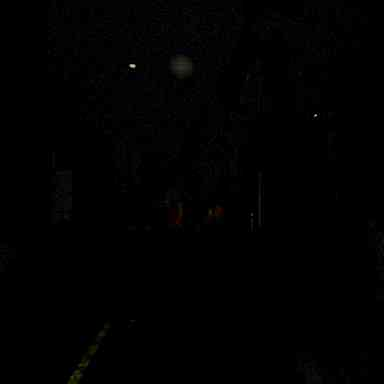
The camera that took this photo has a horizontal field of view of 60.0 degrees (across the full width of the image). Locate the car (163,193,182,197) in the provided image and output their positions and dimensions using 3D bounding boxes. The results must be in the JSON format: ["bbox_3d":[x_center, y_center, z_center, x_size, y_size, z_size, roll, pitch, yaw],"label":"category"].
[{"bbox_3d":[-0.718,1.333,36.506,4.553,1.767,2.097,0,0,-1],"label":"car"}]

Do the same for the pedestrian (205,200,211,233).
[{"bbox_3d":[1.048,1.290,18.390,0.375,1.860,0.375,1,-1,0],"label":"pedestrian"}]

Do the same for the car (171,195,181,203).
[{"bbox_3d":[-3.101,1.408,65.668,1.882,1.535,5.008,0,0,0],"label":"car"}]

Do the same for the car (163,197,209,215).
[{"bbox_3d":[-0.405,1.495,33.274,4.892,1.490,1.837,0,0,-1],"label":"car"}]

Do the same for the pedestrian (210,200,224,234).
[{"bbox_3d":[1.340,1.290,17.752,0.375,1.860,0.375,1,-1,0],"label":"pedestrian"}]

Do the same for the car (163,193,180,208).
[{"bbox_3d":[-3.009,1.176,49.326,2.150,2.045,5.566,0,0,0],"label":"car"}]

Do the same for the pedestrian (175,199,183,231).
[{"bbox_3d":[-0.700,1.284,18.931,0.375,1.860,0.375,1,-1,0],"label":"pedestrian"}]
